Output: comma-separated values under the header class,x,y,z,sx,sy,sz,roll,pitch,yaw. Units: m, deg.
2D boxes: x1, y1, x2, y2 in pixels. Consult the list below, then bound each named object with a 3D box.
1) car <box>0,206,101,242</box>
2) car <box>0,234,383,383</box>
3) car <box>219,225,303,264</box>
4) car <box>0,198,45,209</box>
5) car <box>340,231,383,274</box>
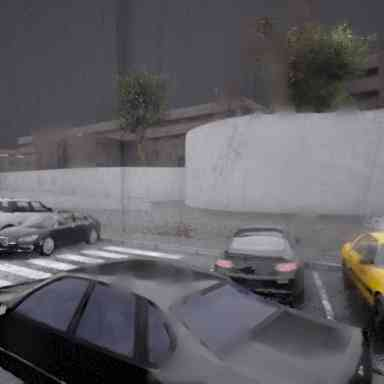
class,x,y,z,sx,sy,sz,roll,pitch,yaw
car,-5.545,1.530,13.449,2.231,1.521,4.892,0,-1,15
car,-0.798,1.552,3.946,5.357,1.411,2.033,0,0,36
car,1.725,1.539,8.246,2.002,1.452,4.674,0,-1,15
car,-7.979,1.291,15.209,2.435,2.045,5.566,0,-1,15
car,4.109,1.487,6.339,1.946,1.575,5.366,0,-1,15
